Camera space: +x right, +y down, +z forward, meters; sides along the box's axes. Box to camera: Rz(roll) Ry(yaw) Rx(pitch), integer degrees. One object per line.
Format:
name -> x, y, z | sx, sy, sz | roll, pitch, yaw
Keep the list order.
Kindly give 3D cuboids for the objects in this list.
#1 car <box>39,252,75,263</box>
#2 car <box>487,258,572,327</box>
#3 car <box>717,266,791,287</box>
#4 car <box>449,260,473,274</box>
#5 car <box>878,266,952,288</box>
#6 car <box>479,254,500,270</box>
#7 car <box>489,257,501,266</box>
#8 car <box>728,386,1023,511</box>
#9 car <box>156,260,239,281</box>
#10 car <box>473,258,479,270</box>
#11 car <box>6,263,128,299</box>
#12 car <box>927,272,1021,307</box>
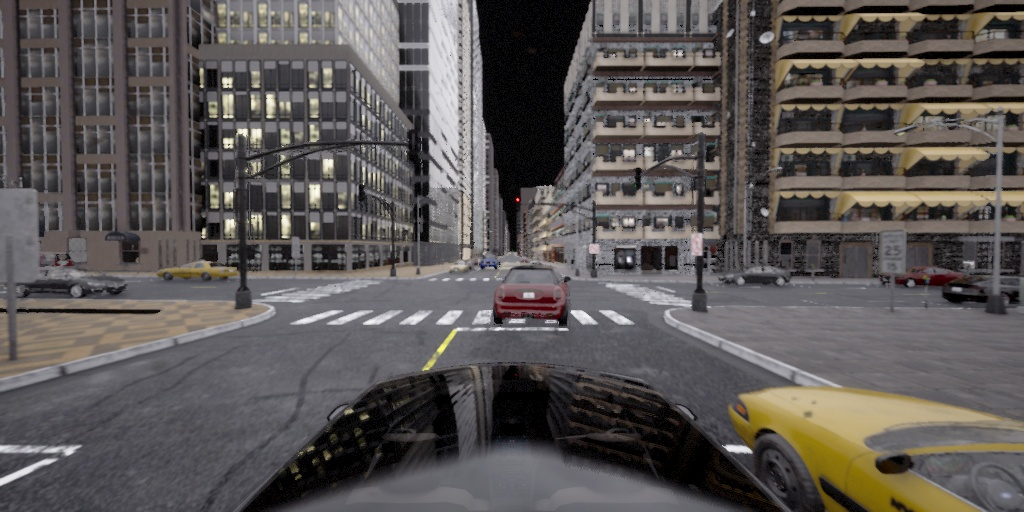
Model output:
car -> -33.608, 0.639, 24.984 | 5.009, 1.841, 2.192 | 0, 0, 1
car -> 0.817, 1.066, 11.706 | 2.097, 1.767, 4.553 | 0, 0, 10
car -> 16.314, 1.301, 24.272 | 4.403, 1.370, 2.007 | 0, 0, 1
car -> -5.683, 1.145, 38.922 | 1.751, 1.417, 4.829 | 0, 0, 0
car -> 27.379, 1.387, 24.114 | 4.507, 1.381, 1.888 | 0, 0, 1
car -> -3.074, 0.808, 48.582 | 2.150, 2.045, 5.566 | 0, 0, 0
car -> -3.009, 1.006, 65.014 | 1.882, 1.535, 5.008 | 0, 0, 1
car -> 2.819, 1.277, 1.306 | 1.751, 1.417, 4.829 | 0, 0, 0
car -> -21.662, 0.956, 24.777 | 4.829, 1.417, 1.751 | 0, 0, 1
car -> -5.681, 1.166, 44.746 | 1.948, 1.339, 4.313 | 0, 0, 0
car -> -20.283, 1.157, 16.444 | 4.403, 1.370, 2.007 | 0, 0, 1
car -> 21.719, 1.529, 15.815 | 4.313, 1.339, 1.948 | 0, 0, 1
